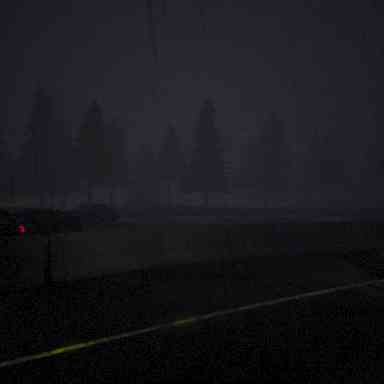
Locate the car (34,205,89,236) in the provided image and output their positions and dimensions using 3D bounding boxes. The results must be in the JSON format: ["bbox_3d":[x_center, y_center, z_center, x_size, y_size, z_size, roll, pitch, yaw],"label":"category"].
[{"bbox_3d":[-7.632,1.482,15.388,4.892,1.490,1.837,1,-1,-32],"label":"car"}]

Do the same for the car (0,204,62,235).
[{"bbox_3d":[-9.922,1.443,18.042,5.008,1.535,1.882,1,0,-33],"label":"car"}]

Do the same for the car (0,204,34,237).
[{"bbox_3d":[-7.961,1.313,10.935,4.553,1.767,2.097,1,0,-34],"label":"car"}]

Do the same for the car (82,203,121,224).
[{"bbox_3d":[-7.425,1.529,23.627,4.674,1.442,1.812,1,0,-30],"label":"car"}]
